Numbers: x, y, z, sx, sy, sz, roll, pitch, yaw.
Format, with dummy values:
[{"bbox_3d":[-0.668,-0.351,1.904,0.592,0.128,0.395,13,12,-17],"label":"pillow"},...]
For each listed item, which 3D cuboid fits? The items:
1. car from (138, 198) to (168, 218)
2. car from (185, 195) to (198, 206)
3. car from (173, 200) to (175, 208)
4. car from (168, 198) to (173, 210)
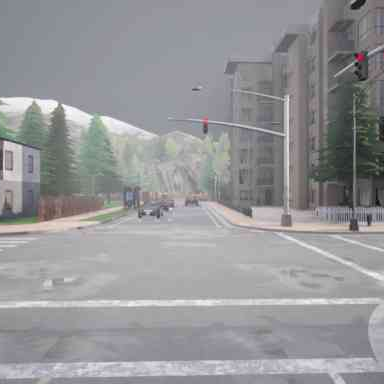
[{"bbox_3d":[-3.627,1.491,29.818,2.128,1.511,4.902,0,0,0],"label":"car"},{"bbox_3d":[-0.064,1.352,54.222,2.097,1.767,4.553,0,0,0],"label":"car"},{"bbox_3d":[-3.630,1.564,49.071,1.994,1.385,4.181,0,0,0],"label":"car"},{"bbox_3d":[-3.636,1.601,39.048,1.895,1.301,4.718,0,0,0],"label":"car"}]
